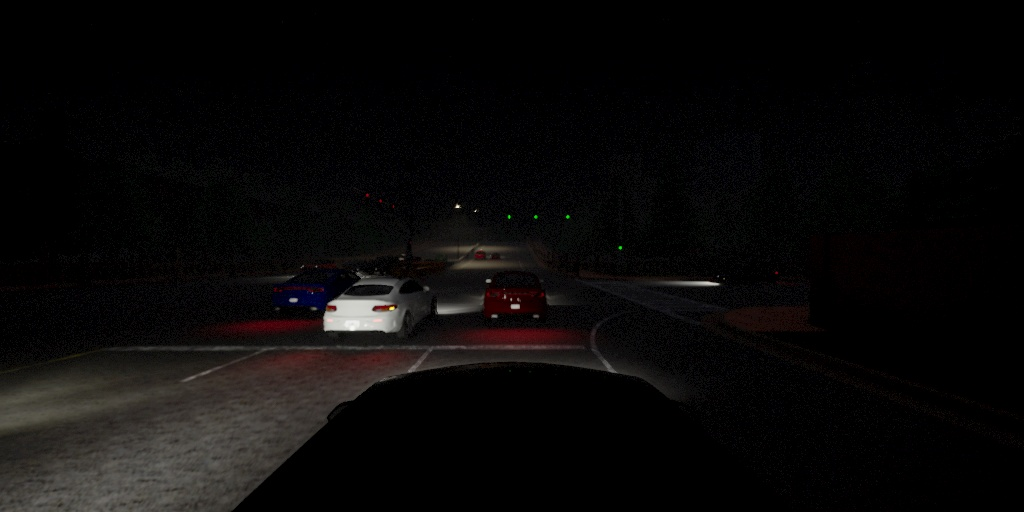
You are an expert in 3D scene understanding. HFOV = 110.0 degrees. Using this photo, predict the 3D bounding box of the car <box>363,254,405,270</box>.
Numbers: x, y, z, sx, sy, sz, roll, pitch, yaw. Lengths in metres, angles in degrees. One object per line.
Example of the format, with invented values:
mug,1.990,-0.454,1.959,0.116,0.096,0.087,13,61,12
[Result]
car,-14.100,1.007,40.036,2.150,2.045,5.566,0,0,0

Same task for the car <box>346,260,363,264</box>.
car,-17.605,1.280,43.389,2.128,1.511,4.902,0,0,0

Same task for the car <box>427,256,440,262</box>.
car,-14.056,1.255,60.736,1.837,1.490,4.892,0,1,0

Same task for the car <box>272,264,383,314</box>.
car,-6.903,1.239,13.803,1.882,1.535,5.008,0,0,0

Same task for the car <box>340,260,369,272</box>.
car,-21.088,1.318,48.288,1.812,1.442,4.674,0,0,0

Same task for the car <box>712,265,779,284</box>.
car,17.343,1.337,26.720,4.181,1.385,1.994,0,0,0

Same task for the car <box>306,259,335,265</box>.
car,-21.101,1.136,39.309,2.097,1.767,4.553,0,0,0

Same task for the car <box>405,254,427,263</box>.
car,-14.088,1.016,50.405,2.150,2.045,5.566,0,0,0

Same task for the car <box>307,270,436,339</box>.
car,-3.407,1.283,9.975,1.812,1.442,4.674,0,0,0

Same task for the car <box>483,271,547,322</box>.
car,0.096,1.237,12.408,1.882,1.535,5.008,0,0,0
